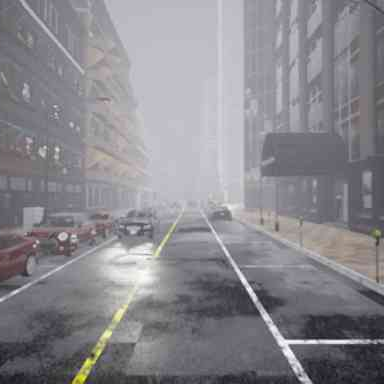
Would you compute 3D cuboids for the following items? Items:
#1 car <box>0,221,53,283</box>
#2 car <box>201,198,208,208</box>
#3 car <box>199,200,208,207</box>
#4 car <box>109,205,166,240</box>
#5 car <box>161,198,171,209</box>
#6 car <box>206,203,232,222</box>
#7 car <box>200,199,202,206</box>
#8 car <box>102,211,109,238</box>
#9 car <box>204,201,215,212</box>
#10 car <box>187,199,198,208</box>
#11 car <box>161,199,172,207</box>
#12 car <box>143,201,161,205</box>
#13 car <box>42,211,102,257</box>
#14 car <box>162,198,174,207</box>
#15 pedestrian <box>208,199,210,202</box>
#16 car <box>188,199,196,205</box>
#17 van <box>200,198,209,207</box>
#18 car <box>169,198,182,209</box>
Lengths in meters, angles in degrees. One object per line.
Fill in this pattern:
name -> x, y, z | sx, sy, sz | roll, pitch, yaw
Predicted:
car -> -5.308, 1.639, 7.980 | 1.887, 1.381, 4.507 | 1, -1, 0
car -> 2.745, 2.066, 49.003 | 1.801, 1.575, 5.366 | 0, -1, 0
car -> 2.562, 2.485, 74.584 | 1.752, 1.417, 4.829 | 0, -1, 0
car -> -2.852, 1.713, 18.581 | 2.128, 1.511, 4.902 | 0, -1, 0
car -> -5.315, 2.278, 57.801 | 2.008, 1.369, 4.403 | 0, -1, 0
car -> 2.568, 1.931, 30.130 | 1.947, 1.339, 4.313 | 0, -1, 0
car -> 2.564, 2.330, 63.514 | 1.752, 1.417, 4.829 | 0, -1, 0
car -> -5.310, 1.772, 19.052 | 1.887, 1.381, 4.507 | 0, -1, 0
car -> 2.568, 1.964, 35.837 | 1.752, 1.417, 4.829 | 0, -1, 0
car -> 0.020, 2.196, 66.026 | 2.097, 1.767, 4.553 | 0, 0, 0
car -> -5.316, 2.319, 68.872 | 1.967, 1.590, 4.097 | 0, -1, 0
car -> -5.312, 1.948, 41.194 | 1.967, 1.590, 4.097 | 0, -1, 0
car -> -5.308, 1.600, 13.516 | 1.967, 1.590, 4.097 | 1, -1, 0
car -> -5.316, 2.273, 74.409 | 2.192, 1.841, 5.009 | 0, -1, 0
pedestrian -> 2.745, 1.944, 52.004 | 0.375, 1.860, 0.375 | 0, -1, 0
car -> -0.008, 2.379, 80.148 | 1.812, 1.442, 4.674 | 0, -1, 0
van -> 2.564, 2.221, 68.880 | 1.690, 1.788, 3.998 | 0, -1, 0
car -> -2.806, 2.249, 59.110 | 1.837, 1.490, 4.892 | 0, -1, 1
